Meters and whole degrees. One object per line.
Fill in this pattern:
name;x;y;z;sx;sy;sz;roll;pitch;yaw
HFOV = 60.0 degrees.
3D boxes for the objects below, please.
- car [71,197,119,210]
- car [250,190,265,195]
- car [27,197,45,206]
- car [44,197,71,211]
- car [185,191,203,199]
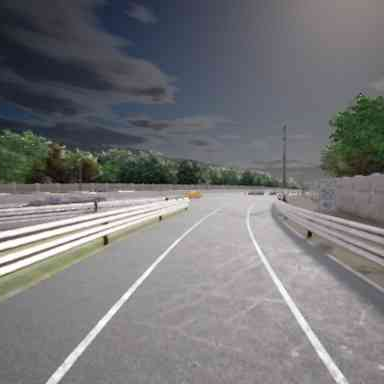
car;-9.463;1.230;33.807;1.837;1.490;4.892;1;1;29
car;18.752;0.234;92.169;2.033;1.411;5.357;1;1;29
car;-15.590;1.214;37.189;2.033;1.411;5.357;1;1;29
car;-12.526;1.248;35.499;2.033;1.411;5.357;1;1;29
car;0.456;0.533;66.259;1.882;1.535;5.008;1;1;29
